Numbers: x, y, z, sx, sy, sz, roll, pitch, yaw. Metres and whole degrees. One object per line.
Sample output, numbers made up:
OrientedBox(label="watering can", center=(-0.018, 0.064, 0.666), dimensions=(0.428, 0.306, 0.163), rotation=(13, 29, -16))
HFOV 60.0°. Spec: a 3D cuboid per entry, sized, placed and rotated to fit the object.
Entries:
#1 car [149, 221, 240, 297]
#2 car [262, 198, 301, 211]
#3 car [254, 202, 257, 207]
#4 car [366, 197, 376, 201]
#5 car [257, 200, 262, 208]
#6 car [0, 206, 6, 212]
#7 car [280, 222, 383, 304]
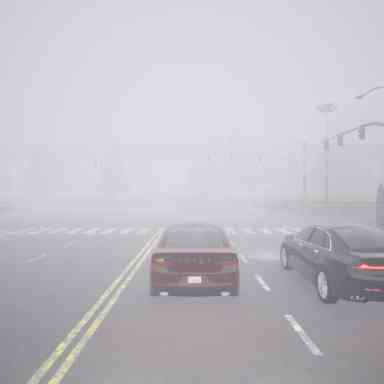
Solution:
OrientedBox(label="car", center=(0.055, 1.478, 8.640), dimensions=(1.882, 1.535, 5.008), rotation=(0, 0, 0))
OrientedBox(label="car", center=(11.649, 1.547, 40.160), dimensions=(5.357, 1.411, 2.033), rotation=(0, 0, 0))
OrientedBox(label="car", center=(10.846, 1.564, 47.163), dimensions=(4.181, 1.385, 1.994), rotation=(0, 0, 0))
OrientedBox(label="car", center=(26.124, 1.504, 47.113), dimensions=(4.892, 1.490, 1.837), rotation=(0, 0, 0))
OrientedBox(label="car", center=(11.107, 1.564, 43.663), dimensions=(4.181, 1.385, 1.994), rotation=(0, 0, 0))
OrientedBox(label="car", center=(-21.533, 1.547, 33.080), dimensions=(5.357, 1.411, 2.033), rotation=(0, 0, 0))
OrientedBox(label="car", center=(3.554, 1.505, 8.128), dimensions=(1.837, 1.490, 4.892), rotation=(0, 0, 0))
